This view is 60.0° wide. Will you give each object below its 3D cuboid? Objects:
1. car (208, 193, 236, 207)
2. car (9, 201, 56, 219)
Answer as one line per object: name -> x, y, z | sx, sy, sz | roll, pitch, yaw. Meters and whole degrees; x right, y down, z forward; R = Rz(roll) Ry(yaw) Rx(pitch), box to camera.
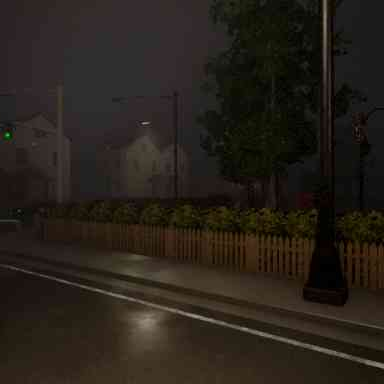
car -> 4.330, 1.221, 48.791 | 2.150, 2.045, 5.566 | 0, 0, 35
car -> -13.634, 1.526, 29.413 | 1.812, 1.442, 4.674 | 0, 0, 35
